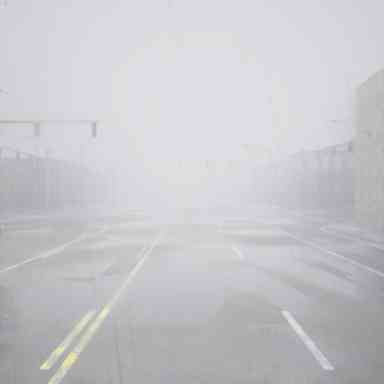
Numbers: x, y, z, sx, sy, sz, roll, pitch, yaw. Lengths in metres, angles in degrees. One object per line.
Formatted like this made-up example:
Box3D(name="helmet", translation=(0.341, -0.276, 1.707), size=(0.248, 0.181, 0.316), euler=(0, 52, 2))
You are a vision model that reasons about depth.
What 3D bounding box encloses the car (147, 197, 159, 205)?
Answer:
Box3D(name="car", translation=(-7.003, 1.644, 60.180), size=(1.837, 1.490, 4.892), euler=(0, 0, 0))
